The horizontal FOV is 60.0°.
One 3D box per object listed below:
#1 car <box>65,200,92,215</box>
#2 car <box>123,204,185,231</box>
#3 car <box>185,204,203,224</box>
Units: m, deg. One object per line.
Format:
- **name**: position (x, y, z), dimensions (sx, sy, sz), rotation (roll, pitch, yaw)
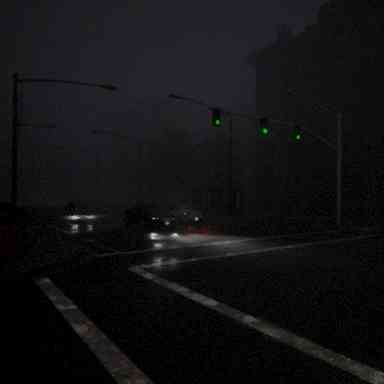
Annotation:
- **car**: position (-12.098, 1.637, 35.257), dimensions (1.812, 1.442, 4.674), rotation (1, 0, -35)
- **car**: position (-2.851, 1.595, 21.872), dimensions (2.128, 1.511, 4.902), rotation (1, 0, -35)
- **car**: position (-0.993, 1.666, 25.511), dimensions (1.812, 1.442, 4.674), rotation (1, 0, -35)
